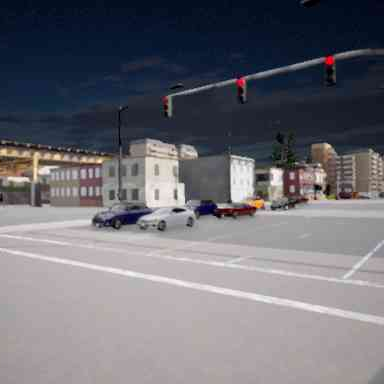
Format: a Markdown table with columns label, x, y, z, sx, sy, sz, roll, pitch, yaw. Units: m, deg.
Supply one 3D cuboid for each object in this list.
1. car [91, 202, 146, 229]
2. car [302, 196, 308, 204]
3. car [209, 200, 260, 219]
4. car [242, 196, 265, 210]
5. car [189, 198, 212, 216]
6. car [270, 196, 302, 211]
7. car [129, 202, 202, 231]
| label | x | y | z | sx | sy | sz | roll | pitch | yaw |
| --- | --- | --- | --- | --- | --- | --- | --- | --- | --- |
| car | -4.835 | 1.548 | 23.445 | 2.097 | 1.767 | 4.553 | -1 | 0 | 37 |
| car | 16.484 | 1.310 | 51.946 | 1.895 | 1.301 | 4.718 | -1 | 0 | 37 |
| car | 3.854 | 1.627 | 29.266 | 1.895 | 1.301 | 4.718 | -1 | 0 | 37 |
| car | 6.744 | 1.283 | 39.004 | 2.097 | 1.767 | 4.553 | -1 | 0 | 37 |
| car | 0.459 | 1.443 | 30.561 | 2.097 | 1.767 | 4.553 | -1 | 0 | 37 |
| car | 10.592 | 1.357 | 38.311 | 1.837 | 1.490 | 4.892 | -1 | 1 | 37 |
| car | -1.588 | 1.661 | 21.973 | 1.812 | 1.442 | 4.674 | -1 | 0 | 37 |
